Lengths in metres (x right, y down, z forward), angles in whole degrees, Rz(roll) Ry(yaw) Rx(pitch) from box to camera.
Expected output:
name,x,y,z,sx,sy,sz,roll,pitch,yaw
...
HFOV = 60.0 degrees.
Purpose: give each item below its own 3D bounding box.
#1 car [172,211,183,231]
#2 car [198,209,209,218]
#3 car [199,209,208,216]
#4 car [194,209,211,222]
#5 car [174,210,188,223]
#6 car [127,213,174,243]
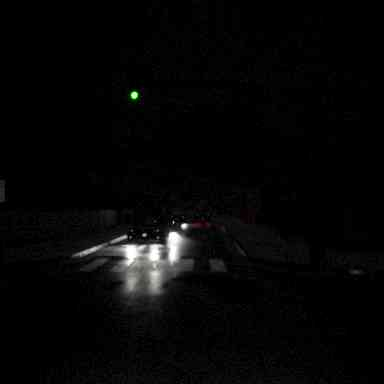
name,x,y,z,sx,sy,sz,roll,pitch,yaw
car,-2.058,2.507,28.102,1.895,1.301,4.718,0,-2,2
car,2.076,3.778,58.957,1.994,1.385,4.181,0,-3,3
car,2.501,4.386,71.644,1.895,1.301,4.718,0,-3,2
car,1.384,3.022,42.375,1.812,1.442,4.674,0,-2,3
car,-1.570,2.849,39.457,1.882,1.535,5.008,0,-3,3
car,-2.407,2.120,19.302,1.994,1.385,4.181,0,-2,2
